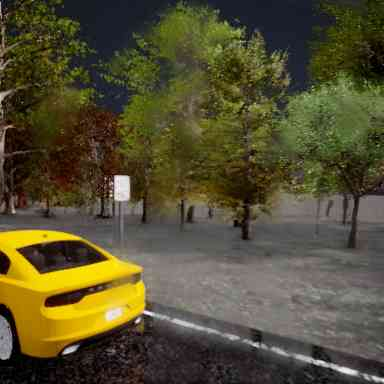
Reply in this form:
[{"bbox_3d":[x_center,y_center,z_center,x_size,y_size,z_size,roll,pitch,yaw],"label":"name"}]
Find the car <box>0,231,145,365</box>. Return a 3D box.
[{"bbox_3d":[-3.059,1.428,5.871,5.008,1.535,1.882,1,1,35],"label":"car"}]
